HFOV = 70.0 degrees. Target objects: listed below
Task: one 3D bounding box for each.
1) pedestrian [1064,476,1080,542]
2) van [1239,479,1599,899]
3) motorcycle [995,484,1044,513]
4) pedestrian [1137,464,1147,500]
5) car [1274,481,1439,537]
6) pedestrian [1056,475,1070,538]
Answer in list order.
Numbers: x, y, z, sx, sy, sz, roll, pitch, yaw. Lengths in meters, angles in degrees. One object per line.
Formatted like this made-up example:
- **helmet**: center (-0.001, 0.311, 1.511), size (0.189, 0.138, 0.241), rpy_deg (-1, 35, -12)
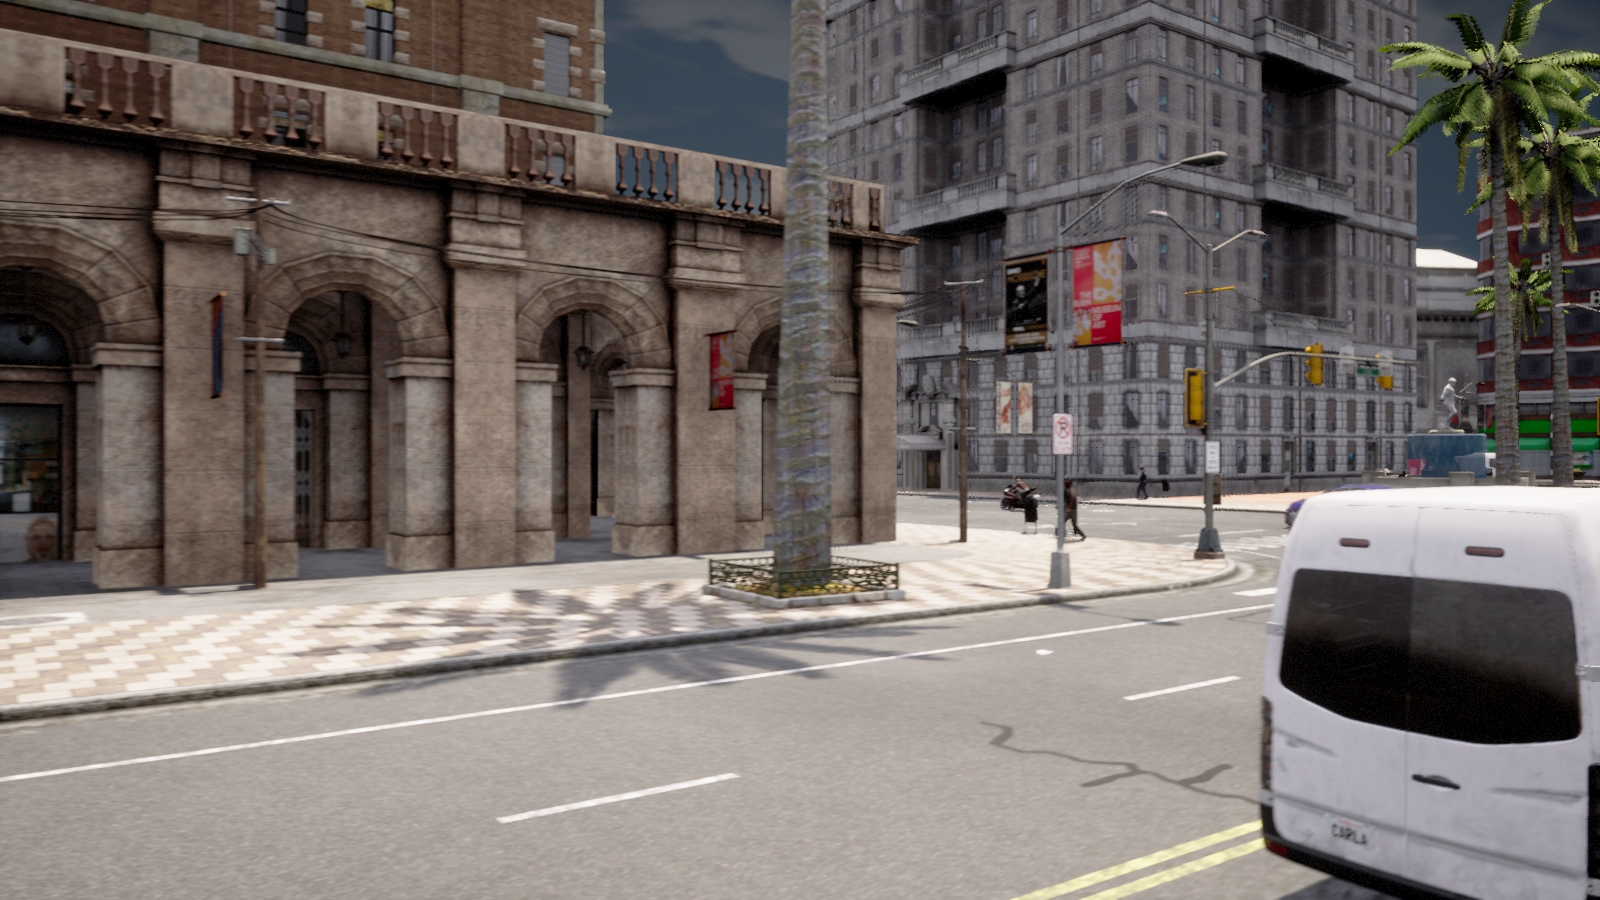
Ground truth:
- **pedestrian**: center (7.828, 1.696, 32.915), size (0.375, 1.860, 0.375), rpy_deg (0, 0, 1)
- **van**: center (5.650, 1.533, 7.829), size (5.915, 2.561, 1.988), rpy_deg (0, 0, -35)
- **motorcycle**: center (10.013, 2.202, 52.149), size (0.867, 1.251, 2.209), rpy_deg (0, 0, -36)
- **pedestrian**: center (18.049, 1.693, 60.359), size (0.375, 1.860, 0.375), rpy_deg (0, 0, -41)
- **car**: center (19.023, 1.965, 39.231), size (2.242, 1.667, 4.611), rpy_deg (0, 0, -32)
- **pedestrian**: center (7.940, 1.694, 34.474), size (0.375, 1.860, 0.375), rpy_deg (0, 0, 17)
